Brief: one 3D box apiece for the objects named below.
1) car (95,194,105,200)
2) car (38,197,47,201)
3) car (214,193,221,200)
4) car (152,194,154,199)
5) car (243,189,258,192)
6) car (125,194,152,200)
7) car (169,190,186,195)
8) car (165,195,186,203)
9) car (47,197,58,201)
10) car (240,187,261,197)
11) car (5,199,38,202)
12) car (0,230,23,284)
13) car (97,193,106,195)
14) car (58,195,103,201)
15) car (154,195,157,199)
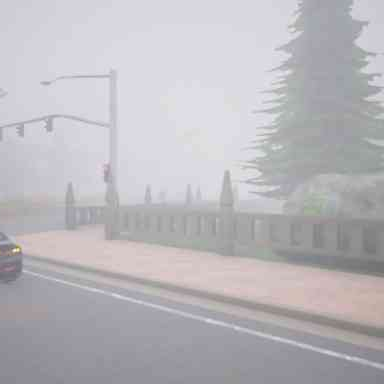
[{"bbox_3d":[-15.164,1.471,47.169,2.128,1.511,4.902,0,0,36],"label":"car"},{"bbox_3d":[-20.662,1.526,39.511,2.033,1.411,5.357,0,0,36],"label":"car"},{"bbox_3d":[5.686,0.838,58.001,2.128,1.511,4.902,0,4,35],"label":"car"},{"bbox_3d":[-9.302,1.364,55.364,2.128,1.511,4.902,0,2,36],"label":"car"},{"bbox_3d":[11.838,0.381,60.609,2.128,1.511,4.902,0,5,35],"label":"car"},{"bbox_3d":[-8.809,1.461,50.041,1.837,1.490,4.892,0,1,36],"label":"car"},{"bbox_3d":[-2.639,0.827,58.635,2.150,2.045,5.566,0,3,36],"label":"car"},{"bbox_3d":[-1.064,1.483,42.483,1.837,1.490,4.892,0,0,35],"label":"car"},{"bbox_3d":[-20.359,1.482,45.932,1.837,1.490,4.892,0,0,36],"label":"car"},{"bbox_3d":[11.860,-0.073,66.676,2.033,1.411,5.357,0,6,35],"label":"car"},{"bbox_3d":[-19.284,1.545,35.435,1.994,1.385,4.181,0,0,36],"label":"car"},{"bbox_3d":[-6.142,1.500,8.379,4.892,1.490,1.837,0,0,36],"label":"car"},{"bbox_3d":[-14.653,1.175,53.887,2.150,2.045,5.566,0,1,36],"label":"car"},{"bbox_3d":[-14.175,1.507,42.542,1.812,1.442,4.674,0,0,36],"label":"car"},{"bbox_3d":[-8.579,1.130,62.361,1.837,1.490,4.892,0,3,36],"label":"car"}]
